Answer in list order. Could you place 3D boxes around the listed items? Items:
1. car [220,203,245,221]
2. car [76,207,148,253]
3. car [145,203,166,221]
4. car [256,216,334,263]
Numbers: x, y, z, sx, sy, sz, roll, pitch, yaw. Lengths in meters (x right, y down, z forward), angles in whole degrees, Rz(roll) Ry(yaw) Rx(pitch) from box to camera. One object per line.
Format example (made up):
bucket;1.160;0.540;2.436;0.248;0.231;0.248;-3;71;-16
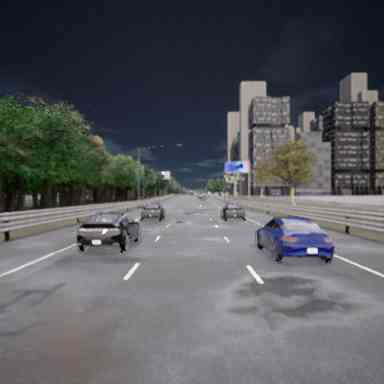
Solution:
car;3.600;1.772;29.969;2.128;1.511;4.902;0;-1;0
car;-3.401;1.601;14.287;2.128;1.511;4.902;0;-1;0
car;-3.400;1.772;29.982;2.128;1.511;4.902;0;-1;0
car;3.596;1.613;12.217;1.812;1.442;4.674;0;-1;0
